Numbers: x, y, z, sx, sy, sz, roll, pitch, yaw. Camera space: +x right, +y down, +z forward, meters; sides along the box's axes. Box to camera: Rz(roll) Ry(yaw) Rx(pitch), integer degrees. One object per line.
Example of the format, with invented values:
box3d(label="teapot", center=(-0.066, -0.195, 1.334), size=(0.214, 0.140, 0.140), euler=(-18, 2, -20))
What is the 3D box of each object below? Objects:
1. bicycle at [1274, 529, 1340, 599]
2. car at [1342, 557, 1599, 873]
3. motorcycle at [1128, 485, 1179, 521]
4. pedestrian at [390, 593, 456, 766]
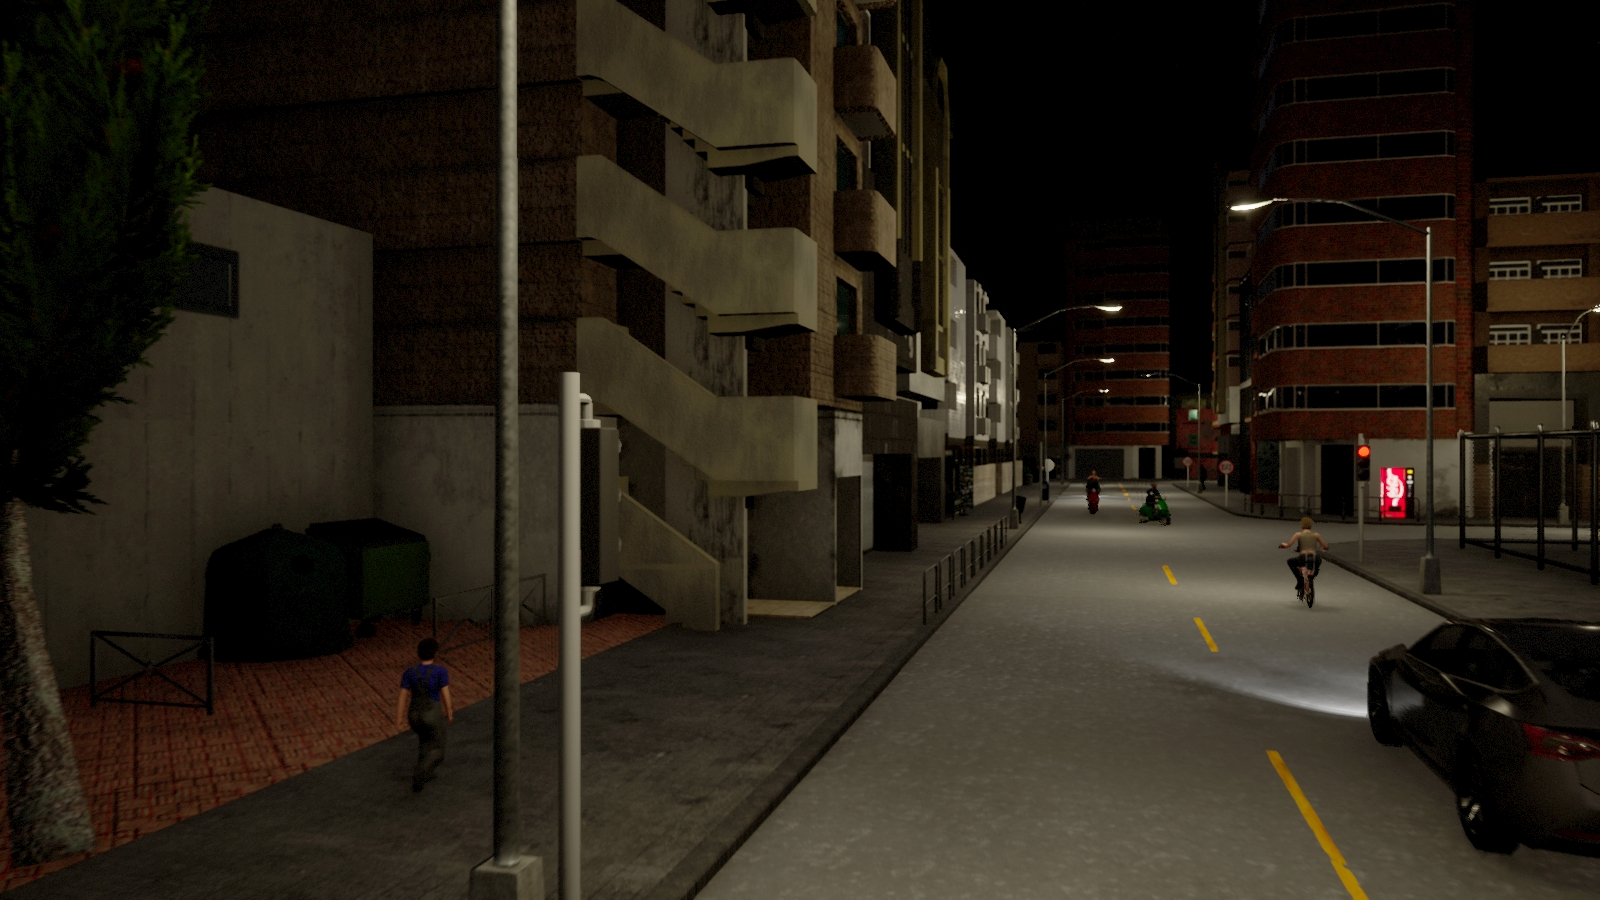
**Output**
box3d(label="bicycle", center=(9.192, 2.050, 20.775), size=(0.859, 1.080, 1.487), euler=(0, 1, 15))
box3d(label="car", center=(6.001, 1.849, 9.178), size=(2.163, 1.488, 4.792), euler=(0, 0, 15))
box3d(label="motorcycle", center=(13.284, 1.991, 42.962), size=(0.856, 1.236, 1.805), euler=(3, -1, -20))
box3d(label="pedestrian", center=(-2.999, 1.813, 9.103), size=(0.375, 1.300, 0.375), euler=(0, 0, 5))
